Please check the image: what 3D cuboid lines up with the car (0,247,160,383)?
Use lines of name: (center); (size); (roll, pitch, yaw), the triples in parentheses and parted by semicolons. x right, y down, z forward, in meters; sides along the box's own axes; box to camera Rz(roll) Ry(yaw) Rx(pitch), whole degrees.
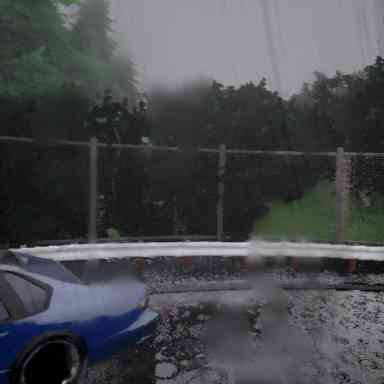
car: (-2.970, 1.329, 3.214); (5.357, 1.411, 2.033); (0, 2, -35)
